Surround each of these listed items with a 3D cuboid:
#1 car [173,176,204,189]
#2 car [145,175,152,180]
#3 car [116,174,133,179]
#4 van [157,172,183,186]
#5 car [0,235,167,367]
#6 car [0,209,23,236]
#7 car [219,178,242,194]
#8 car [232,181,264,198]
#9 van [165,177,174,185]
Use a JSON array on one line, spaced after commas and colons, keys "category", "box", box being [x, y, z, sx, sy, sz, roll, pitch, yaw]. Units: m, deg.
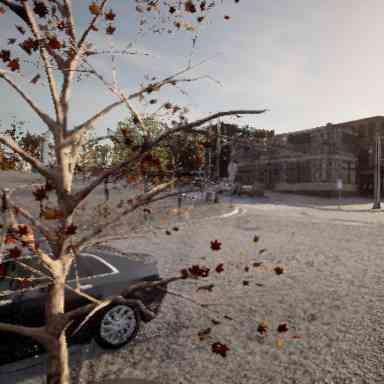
[{"category": "car", "box": [0.016, -1.258, 49.673, 2.231, 1.521, 4.892, 7, 3, 34]}, {"category": "car", "box": [-5.166, -2.087, 57.157, 1.946, 1.575, 5.366, 6, 3, 34]}, {"category": "car", "box": [-14.036, -3.464, 69.310, 1.946, 1.575, 5.366, 6, 3, 33]}, {"category": "van", "box": [-3.550, -2.034, 54.450, 1.878, 1.987, 4.442, 7, 4, 34]}, {"category": "car", "box": [-2.700, 1.517, 4.644, 4.892, 1.490, 1.837, -1, 1, -35]}, {"category": "car", "box": [-7.380, 1.352, 11.217, 4.553, 1.767, 2.185, -1, 0, 34]}, {"category": "car", "box": [5.340, -0.683, 42.370, 2.435, 2.045, 5.566, 7, 3, 34]}, {"category": "car", "box": [7.071, -0.118, 39.926, 2.002, 1.452, 4.674, 6, 3, 34]}, {"category": "van", "box": [-1.782, -1.758, 52.006, 1.878, 1.987, 4.442, 7, 4, 34]}]
